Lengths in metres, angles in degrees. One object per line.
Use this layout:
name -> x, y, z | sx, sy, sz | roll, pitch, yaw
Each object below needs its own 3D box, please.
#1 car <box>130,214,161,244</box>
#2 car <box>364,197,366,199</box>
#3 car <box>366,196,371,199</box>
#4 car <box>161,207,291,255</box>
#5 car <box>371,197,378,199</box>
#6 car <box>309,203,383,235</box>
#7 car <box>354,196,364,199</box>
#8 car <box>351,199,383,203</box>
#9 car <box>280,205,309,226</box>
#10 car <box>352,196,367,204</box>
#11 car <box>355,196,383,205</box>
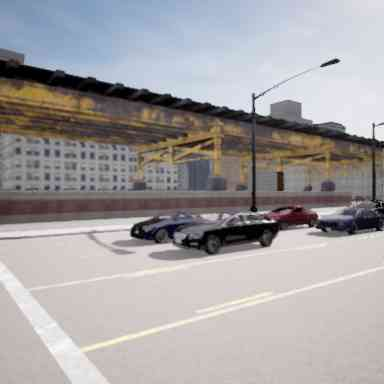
car -> -0.878, 1.631, 16.265 | 4.181, 1.385, 1.994 | 0, 0, -36
car -> 26.466, 1.583, 57.330 | 4.974, 1.542, 2.038 | 0, 0, 8
car -> 30.212, 1.579, 60.014 | 2.038, 1.542, 4.974 | 0, 0, 18
car -> 1.495, 1.538, 13.659 | 4.902, 1.511, 2.128 | 0, 0, -35
car -> 34.072, 1.422, 63.766 | 4.536, 1.218, 1.853 | 0, 0, -7
car -> 9.439, 1.586, 19.310 | 5.357, 1.411, 2.033 | 0, 0, -35
car -> 26.414, 1.426, 57.338 | 4.536, 1.218, 1.853 | 0, 0, 8
car -> 14.703, 1.556, 27.305 | 4.892, 1.490, 1.837 | 0, 0, -35
car -> 6.246, 1.586, 21.329 | 4.674, 1.442, 1.812 | 0, 0, -35
car -> 30.227, 1.422, 60.064 | 1.853, 1.218, 4.536 | 0, 0, 18
car -> 34.124, 1.579, 63.772 | 4.974, 1.542, 2.038 | 0, 0, -7
